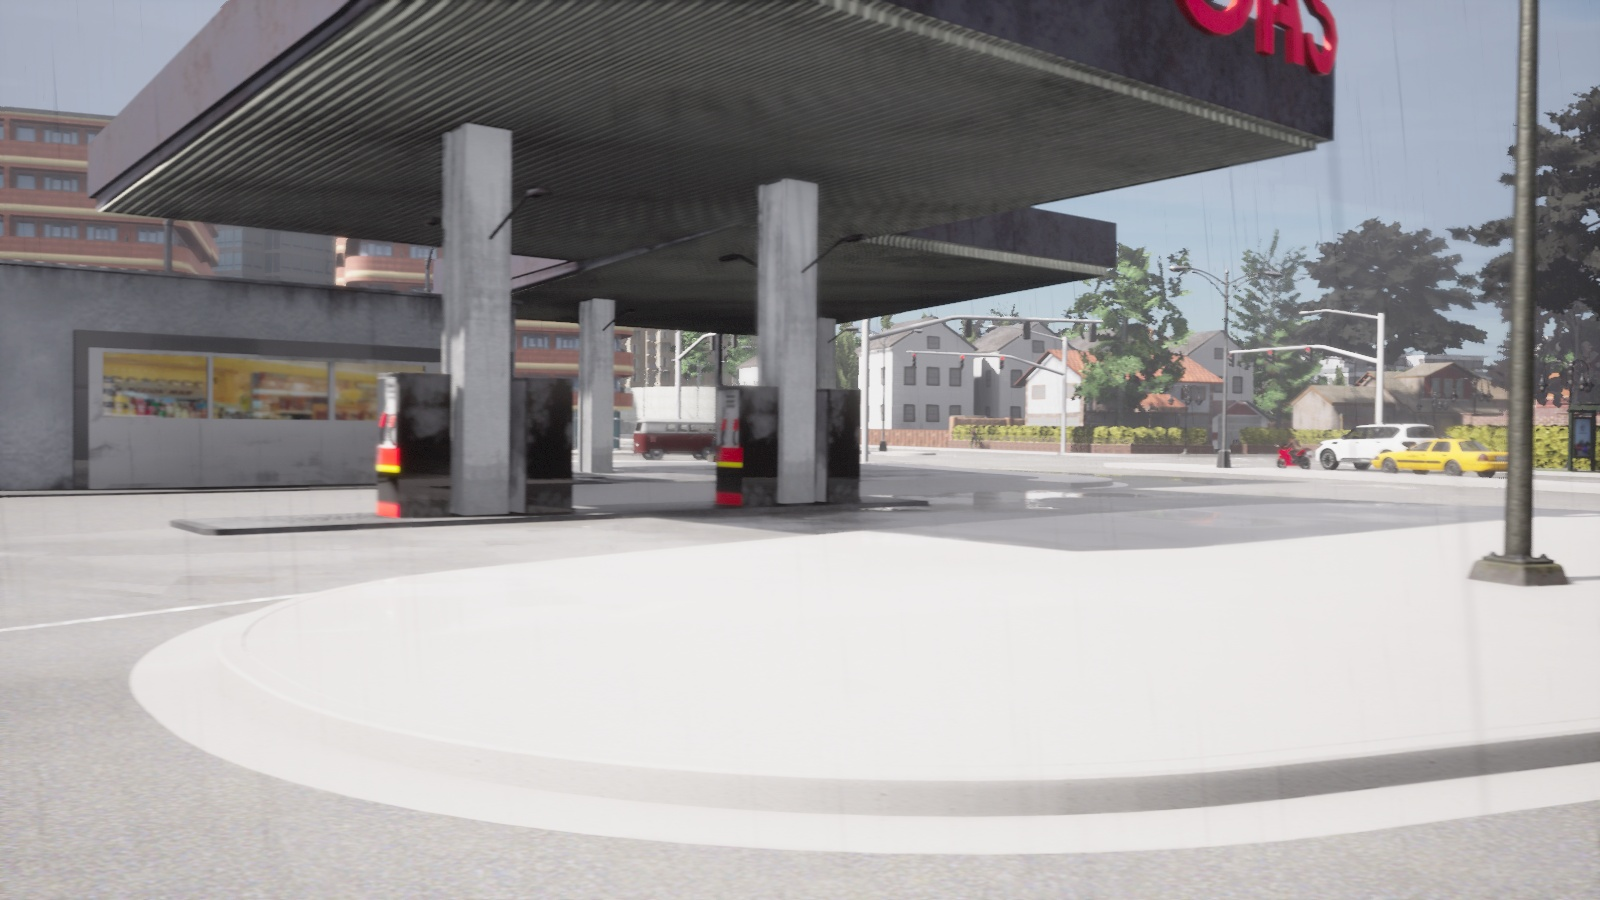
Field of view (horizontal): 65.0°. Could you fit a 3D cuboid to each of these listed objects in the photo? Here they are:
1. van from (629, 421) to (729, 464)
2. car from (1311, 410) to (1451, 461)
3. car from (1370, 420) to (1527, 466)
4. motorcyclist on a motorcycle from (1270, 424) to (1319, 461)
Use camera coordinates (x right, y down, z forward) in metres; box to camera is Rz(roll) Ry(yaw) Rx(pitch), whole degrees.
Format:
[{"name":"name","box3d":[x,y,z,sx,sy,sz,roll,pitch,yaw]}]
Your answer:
[{"name":"van","box3d":[-5.822,-0.369,60.553,4.442,1.987,1.775,-1,1,-22]},{"name":"car","box3d":[25.017,-0.636,54.315,2.150,2.045,5.566,-1,1,-21]},{"name":"car","box3d":[24.110,-0.286,46.953,1.801,1.575,5.366,-1,1,-21]},{"name":"motorcyclist on a motorcycle","box3d":[21.326,-0.330,54.173,0.797,1.523,2.044,-1,1,-21]}]
